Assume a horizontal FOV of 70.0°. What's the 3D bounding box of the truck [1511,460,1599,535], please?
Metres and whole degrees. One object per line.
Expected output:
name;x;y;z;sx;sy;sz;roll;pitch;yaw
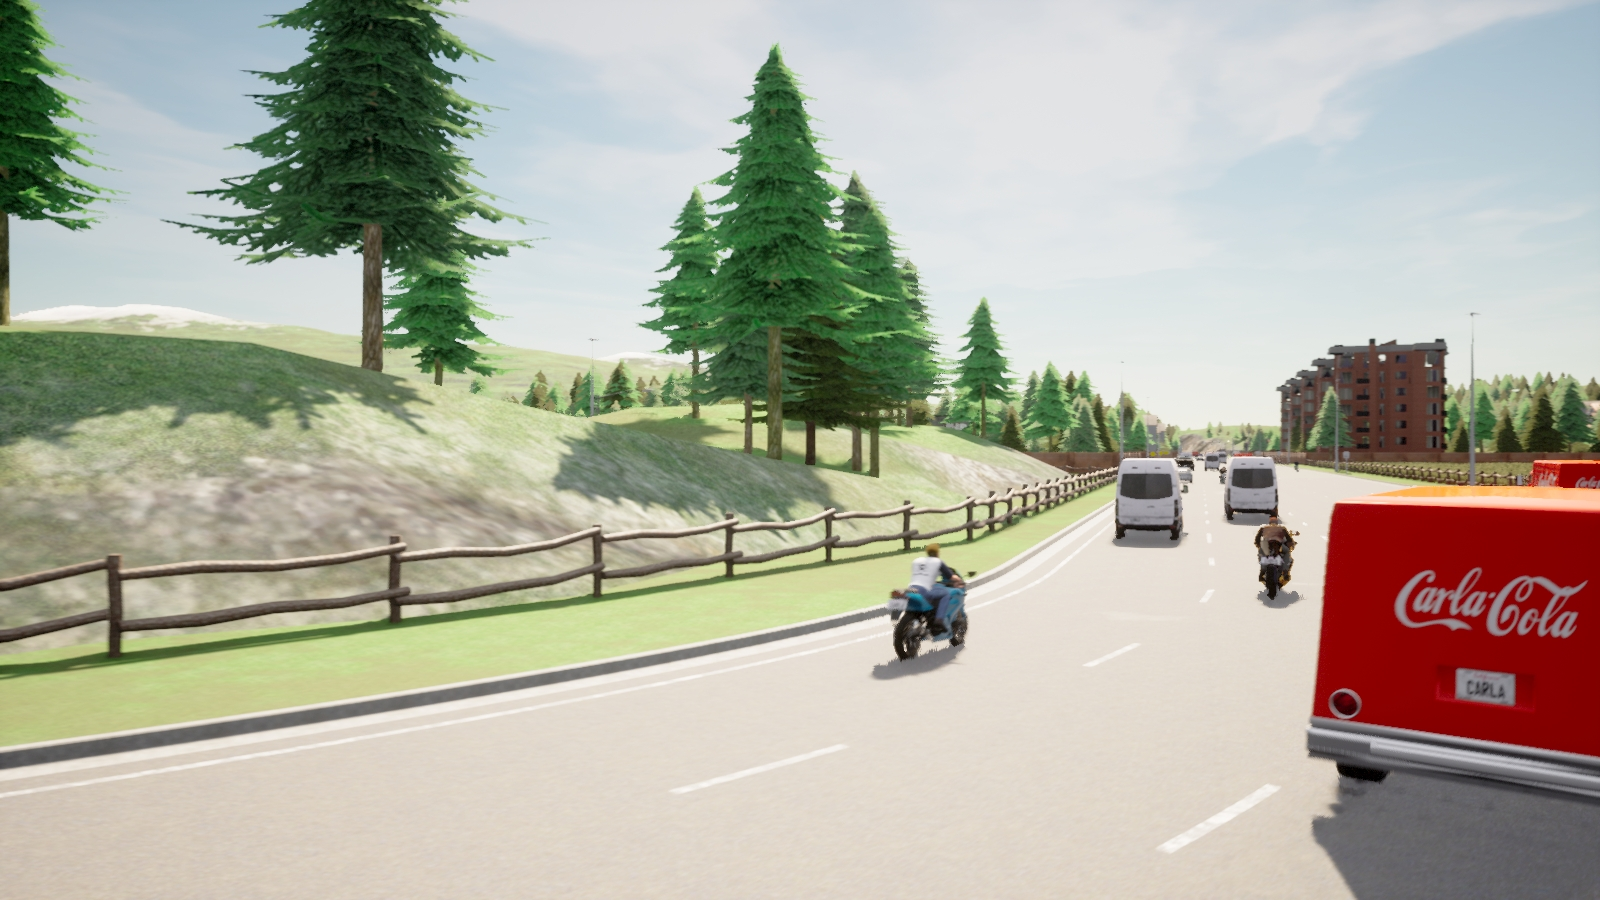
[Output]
truck;27.530;1.607;40.711;2.627;2.467;5.204;0;0;19

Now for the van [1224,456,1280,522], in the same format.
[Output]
van;19.114;1.571;48.546;1.988;2.561;5.915;0;0;19

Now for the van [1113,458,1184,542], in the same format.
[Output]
van;11.809;1.562;38.448;1.988;2.561;5.915;0;0;20

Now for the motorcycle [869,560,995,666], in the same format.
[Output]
motorcycle;1.848;2.196;15.742;0.803;1.199;2.033;-3;-2;35

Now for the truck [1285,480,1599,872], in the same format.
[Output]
truck;6.416;1.576;10.069;2.627;2.467;5.204;1;0;38

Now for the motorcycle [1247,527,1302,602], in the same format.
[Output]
motorcycle;9.371;2.222;22.526;0.867;1.251;2.209;-1;-1;26
